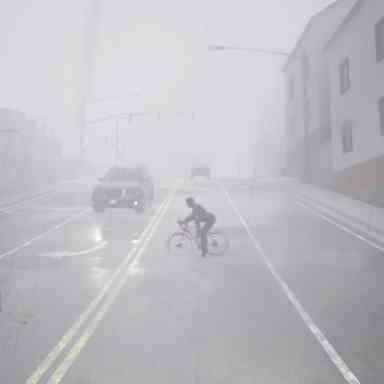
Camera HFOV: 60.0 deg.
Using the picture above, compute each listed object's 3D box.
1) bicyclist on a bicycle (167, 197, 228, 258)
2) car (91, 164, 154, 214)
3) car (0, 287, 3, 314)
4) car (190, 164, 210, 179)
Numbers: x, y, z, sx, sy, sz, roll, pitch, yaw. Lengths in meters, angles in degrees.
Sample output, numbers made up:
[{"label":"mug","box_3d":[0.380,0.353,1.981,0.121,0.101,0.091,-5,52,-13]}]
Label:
[{"label":"bicyclist on a bicycle","box_3d":[0.135,0.958,8.879,1.656,1.620,0.582,-2,5,2]},{"label":"car","box_3d":[-3.224,-0.294,16.584,2.150,2.045,5.566,0,8,1]},{"label":"car","box_3d":[-3.565,1.474,2.820,1.812,1.442,4.674,0,2,1]},{"label":"car","box_3d":[0.843,-2.098,33.802,1.812,1.442,4.674,0,3,1]}]
